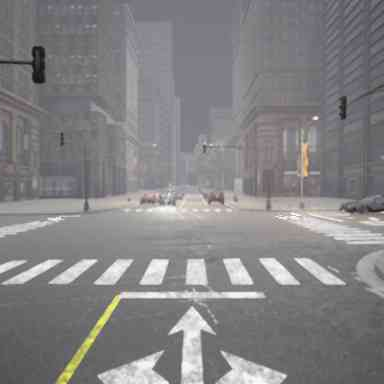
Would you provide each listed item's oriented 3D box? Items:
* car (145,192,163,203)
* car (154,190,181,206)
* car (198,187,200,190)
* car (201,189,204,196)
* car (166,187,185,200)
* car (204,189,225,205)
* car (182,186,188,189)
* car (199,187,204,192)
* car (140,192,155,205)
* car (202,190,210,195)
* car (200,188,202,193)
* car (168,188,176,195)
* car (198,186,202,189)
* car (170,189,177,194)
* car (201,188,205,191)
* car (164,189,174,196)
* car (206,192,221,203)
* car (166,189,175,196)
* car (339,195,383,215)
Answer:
[{"bbox_3d":[-5.449,0.744,47.916,2.008,1.369,4.403,0,1,0],"label":"car"},{"bbox_3d":[-2.836,0.835,39.405,2.128,1.511,4.902,0,1,1],"label":"car"},{"bbox_3d":[3.339,-0.019,86.642,1.947,1.339,4.313,1,1,0],"label":"car"},{"bbox_3d":[3.151,0.554,58.941,1.947,1.339,4.313,1,1,0],"label":"car"},{"bbox_3d":[-2.714,0.430,54.155,2.097,1.767,4.553,0,1,1],"label":"car"},{"bbox_3d":[3.040,0.608,42.318,2.192,1.841,5.009,0,1,0],"label":"car"},{"bbox_3d":[-2.552,0.149,68.827,2.097,1.767,4.553,0,1,0],"label":"car"},{"bbox_3d":[3.265,0.095,75.559,1.967,1.590,4.097,1,1,0],"label":"car"},{"bbox_3d":[-5.486,0.837,42.377,1.887,1.381,4.507,0,1,0],"label":"car"},{"bbox_3d":[3.301,0.119,81.102,1.802,1.307,4.206,1,1,0],"label":"car"},{"bbox_3d":[3.226,0.352,70.022,1.802,1.307,4.206,1,1,0],"label":"car"},{"bbox_3d":[-5.185,-0.145,86.690,1.967,1.590,4.097,1,1,0],"label":"car"},{"bbox_3d":[3.376,-0.144,92.181,1.947,1.339,4.313,1,1,0],"label":"car"},{"bbox_3d":[-5.149,-0.129,92.232,1.802,1.307,4.206,1,1,0],"label":"car"},{"bbox_3d":[3.190,0.403,64.651,1.752,1.417,4.829,1,1,0],"label":"car"},{"bbox_3d":[-5.260,0.095,75.612,1.967,1.590,4.097,1,1,0],"label":"car"},{"bbox_3d":[3.076,0.738,47.861,1.887,1.381,4.507,0,1,0],"label":"car"},{"bbox_3d":[-5.225,0.065,80.983,1.752,1.417,4.829,1,1,0],"label":"car"},{"bbox_3d":[14.108,0.968,25.159,5.357,1.411,2.033,-1,1,0],"label":"car"}]
